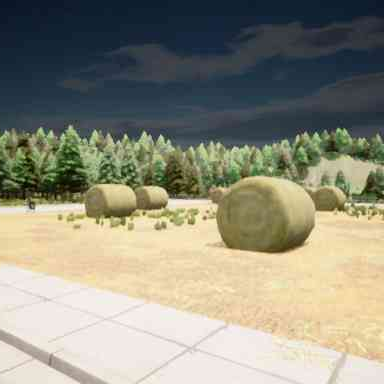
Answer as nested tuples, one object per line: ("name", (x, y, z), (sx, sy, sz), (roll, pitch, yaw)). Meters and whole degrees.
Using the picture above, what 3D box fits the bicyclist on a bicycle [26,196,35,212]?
("bicyclist on a bicycle", (-16.436, 1.199, 33.830), (1.656, 1.620, 0.582), (0, 0, 37))
